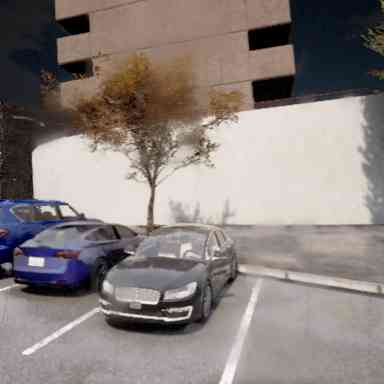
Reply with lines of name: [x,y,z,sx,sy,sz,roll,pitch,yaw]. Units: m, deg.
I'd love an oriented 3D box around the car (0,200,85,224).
car: [-5.068,1.277,11.020,2.435,2.045,5.566,0,-1,16]

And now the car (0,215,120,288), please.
car: [-2.626,1.550,9.251,2.163,1.488,4.792,0,-1,16]

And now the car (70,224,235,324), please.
car: [-0.193,1.513,7.461,2.231,1.521,4.892,0,-1,16]
